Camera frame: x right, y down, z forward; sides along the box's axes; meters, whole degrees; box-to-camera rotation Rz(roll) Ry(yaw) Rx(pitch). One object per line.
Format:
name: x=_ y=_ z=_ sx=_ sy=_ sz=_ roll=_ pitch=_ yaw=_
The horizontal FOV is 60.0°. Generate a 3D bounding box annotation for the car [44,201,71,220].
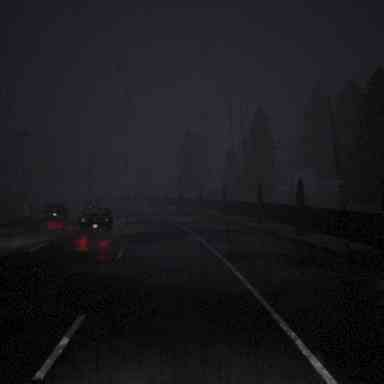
car: x=-11.768 y=1.553 z=29.127 sx=1.837 sy=1.490 sz=4.892 roll=0 pitch=0 yaw=-17

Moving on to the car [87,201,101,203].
car: x=-11.330 y=1.650 z=38.286 sx=1.895 sy=1.301 sz=4.718 roll=0 pitch=0 yaw=-22

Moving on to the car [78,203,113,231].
car: x=-5.957 y=1.627 z=21.015 sx=1.895 sy=1.301 sz=4.718 roll=0 pitch=0 yaw=-12
